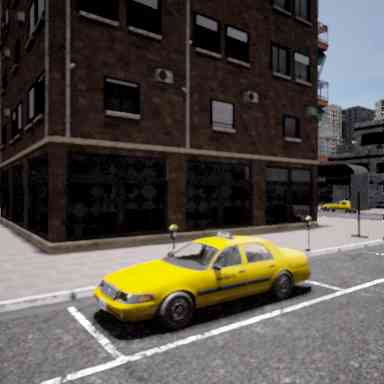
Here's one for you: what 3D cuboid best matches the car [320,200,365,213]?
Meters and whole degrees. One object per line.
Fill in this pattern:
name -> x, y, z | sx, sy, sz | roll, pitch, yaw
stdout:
car -> 17.175, 1.608, 38.119 | 1.752, 1.417, 4.829 | 0, 0, -35

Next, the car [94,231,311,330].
car -> 0.484, 1.542, 6.906 | 4.829, 1.417, 1.752 | 0, 0, -36
